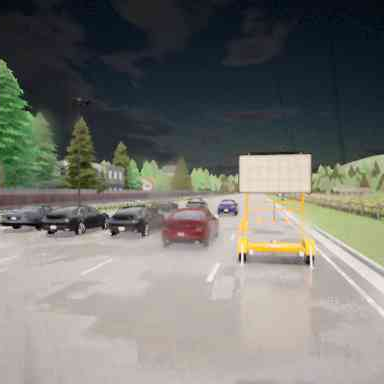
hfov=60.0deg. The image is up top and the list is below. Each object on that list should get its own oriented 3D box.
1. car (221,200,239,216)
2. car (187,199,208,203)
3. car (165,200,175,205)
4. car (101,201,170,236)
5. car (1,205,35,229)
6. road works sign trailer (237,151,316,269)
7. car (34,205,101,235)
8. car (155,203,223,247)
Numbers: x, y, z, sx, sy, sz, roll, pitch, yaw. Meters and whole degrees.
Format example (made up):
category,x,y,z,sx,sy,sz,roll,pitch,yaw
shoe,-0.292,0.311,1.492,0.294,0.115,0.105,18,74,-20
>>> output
category,x,y,z,sx,sy,sz,roll,pitch,yaw
car,3.582,1.501,32.725,1.812,1.442,4.674,0,0,11
car,0.547,1.461,35.342,2.128,1.511,4.902,0,0,11
car,-2.847,1.571,36.220,1.895,1.301,4.718,0,0,11
car,-2.873,1.489,18.204,1.837,1.490,4.892,0,0,11
car,-9.443,1.528,21.049,2.033,1.411,5.357,0,0,11
road works sign trailer,2.778,0.456,11.259,2.380,3.560,2.880,0,0,11
car,-6.334,1.488,18.739,1.837,1.490,4.892,0,0,11
car,0.074,1.465,15.086,1.882,1.535,5.008,0,0,11
